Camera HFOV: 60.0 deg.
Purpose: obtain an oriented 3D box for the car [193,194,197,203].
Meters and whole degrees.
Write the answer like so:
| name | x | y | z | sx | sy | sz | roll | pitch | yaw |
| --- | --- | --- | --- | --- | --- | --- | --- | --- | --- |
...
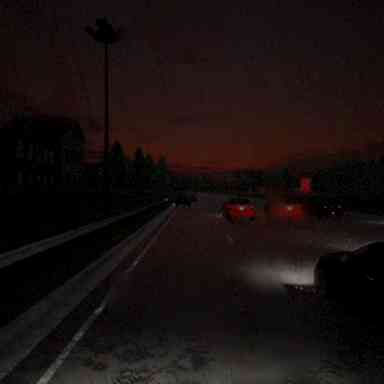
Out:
| name | x | y | z | sx | sy | sz | roll | pitch | yaw |
| --- | --- | --- | --- | --- | --- | --- | --- | --- | --- |
| car | -0.013 | 1.258 | 63.237 | 2.033 | 1.411 | 5.357 | 0 | 0 | 0 |

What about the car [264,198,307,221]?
| name | x | y | z | sx | sy | sz | roll | pitch | yaw |
| --- | --- | --- | --- | --- | --- | --- | --- | --- | --- |
| car | 7.095 | 1.232 | 26.278 | 2.097 | 1.767 | 4.553 | 0 | 0 | 0 |

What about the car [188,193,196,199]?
| name | x | y | z | sx | sy | sz | roll | pitch | yaw |
| --- | --- | --- | --- | --- | --- | --- | --- | --- | --- |
| car | -0.016 | 1.044 | 80.153 | 1.994 | 1.385 | 4.181 | 0 | 0 | 0 |

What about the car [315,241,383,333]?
| name | x | y | z | sx | sy | sz | roll | pitch | yaw |
| --- | --- | --- | --- | --- | --- | --- | --- | --- | --- |
| car | 3.599 | 1.501 | 5.380 | 1.812 | 1.442 | 4.674 | 0 | 0 | 0 |

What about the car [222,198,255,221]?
| name | x | y | z | sx | sy | sz | roll | pitch | yaw |
| --- | --- | --- | --- | --- | --- | --- | --- | --- | --- |
| car | 3.596 | 1.232 | 26.218 | 2.097 | 1.767 | 4.553 | 0 | 0 | 0 |

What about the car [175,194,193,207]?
| name | x | y | z | sx | sy | sz | roll | pitch | yaw |
| --- | --- | --- | --- | --- | --- | --- | --- | --- | --- |
| car | -1.236 | 1.138 | 46.513 | 2.097 | 1.767 | 4.553 | 0 | 0 | 0 |

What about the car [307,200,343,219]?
| name | x | y | z | sx | sy | sz | roll | pitch | yaw |
| --- | --- | --- | --- | --- | --- | --- | --- | --- | --- |
| car | 10.595 | 1.367 | 27.344 | 2.128 | 1.511 | 4.902 | 0 | 0 | 0 |
